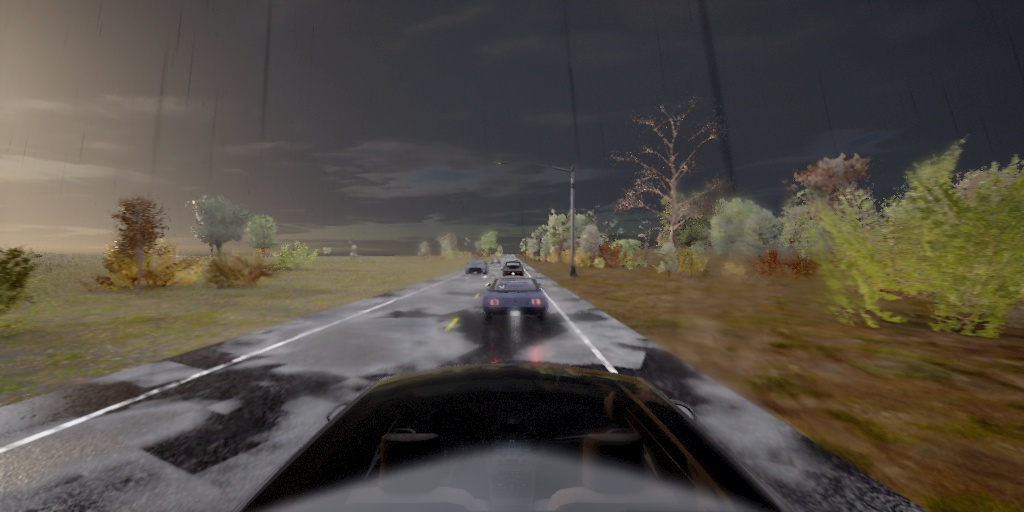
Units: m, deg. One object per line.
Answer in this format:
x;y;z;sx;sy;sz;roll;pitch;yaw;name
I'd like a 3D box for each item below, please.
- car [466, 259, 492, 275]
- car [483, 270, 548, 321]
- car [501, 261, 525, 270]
-3.592;1.068;37.598;2.097;1.767;4.553;0;0;0;car
0.101;1.346;12.433;1.895;1.301;4.718;0;0;0;car
0.102;1.228;32.569;1.837;1.490;4.892;0;0;0;car
